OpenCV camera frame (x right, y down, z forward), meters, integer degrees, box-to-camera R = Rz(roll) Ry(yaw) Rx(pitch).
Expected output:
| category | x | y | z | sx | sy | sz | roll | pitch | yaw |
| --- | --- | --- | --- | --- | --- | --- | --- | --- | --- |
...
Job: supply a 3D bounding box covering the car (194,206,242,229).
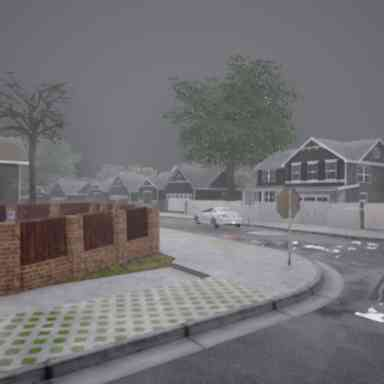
| category | x | y | z | sx | sy | sz | roll | pitch | yaw |
| --- | --- | --- | --- | --- | --- | --- | --- | --- | --- |
| car | 1.757 | 1.734 | 23.297 | 1.812 | 1.442 | 4.674 | 2 | -2 | -22 |
